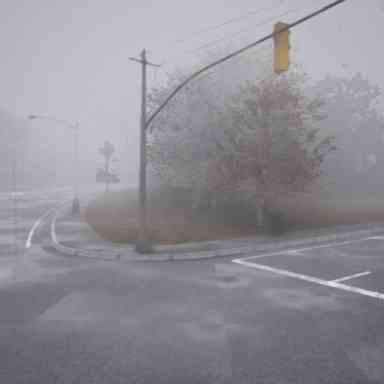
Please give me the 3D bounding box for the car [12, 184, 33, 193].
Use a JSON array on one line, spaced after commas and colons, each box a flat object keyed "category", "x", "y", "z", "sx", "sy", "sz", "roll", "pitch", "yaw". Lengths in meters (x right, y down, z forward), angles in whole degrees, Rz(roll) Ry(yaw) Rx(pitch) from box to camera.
[{"category": "car", "x": -29.572, "y": -0.669, "z": 58.074, "sx": 1.994, "sy": 1.385, "sz": 4.181, "roll": 1, "pitch": 3, "yaw": -2}]
